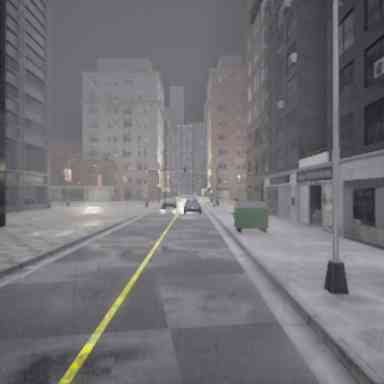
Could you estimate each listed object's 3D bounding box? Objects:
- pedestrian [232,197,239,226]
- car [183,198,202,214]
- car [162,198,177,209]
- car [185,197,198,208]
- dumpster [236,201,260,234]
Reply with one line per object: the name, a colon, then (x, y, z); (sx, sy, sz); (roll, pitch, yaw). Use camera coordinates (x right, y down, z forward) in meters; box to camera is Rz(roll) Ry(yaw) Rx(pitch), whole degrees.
pedestrian: (2.740, 1.144, 20.106); (0.375, 1.860, 0.375); (0, 0, -10)
car: (0.075, 1.585, 36.441); (1.994, 1.385, 4.181); (0, 0, 1)
car: (-3.024, 1.509, 45.459); (1.882, 1.535, 5.008); (0, 0, 1)
car: (-0.076, 1.562, 50.470); (1.812, 1.442, 4.674); (0, 0, -1)
dumpster: (3.139, 1.397, 18.807); (1.020, 1.700, 1.940); (0, 0, 0)
